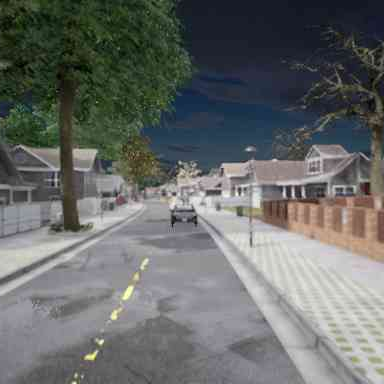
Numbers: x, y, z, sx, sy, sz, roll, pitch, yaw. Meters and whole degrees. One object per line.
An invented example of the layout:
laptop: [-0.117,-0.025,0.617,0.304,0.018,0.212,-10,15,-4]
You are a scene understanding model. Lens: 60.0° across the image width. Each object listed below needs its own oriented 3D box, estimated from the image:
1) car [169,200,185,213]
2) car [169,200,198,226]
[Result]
car: [-1.889,1.731,41.887,1.812,1.442,4.674,0,0,-5]
car: [-0.607,1.601,24.134,2.128,1.511,4.902,0,0,-3]
